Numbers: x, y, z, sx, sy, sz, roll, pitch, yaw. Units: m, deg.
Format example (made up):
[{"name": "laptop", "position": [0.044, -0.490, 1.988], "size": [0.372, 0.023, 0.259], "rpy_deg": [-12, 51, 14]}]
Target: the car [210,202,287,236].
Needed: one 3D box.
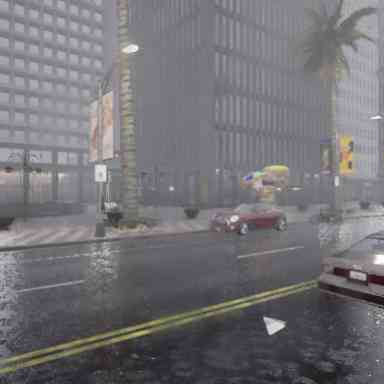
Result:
[{"name": "car", "position": [3.206, 1.347, 18.639], "size": [4.553, 1.767, 2.185], "rpy_deg": [0, 0, -36]}]

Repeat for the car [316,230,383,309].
[{"name": "car", "position": [5.021, 1.544, 7.426], "size": [5.357, 1.411, 2.033], "rpy_deg": [0, 0, -35]}]
